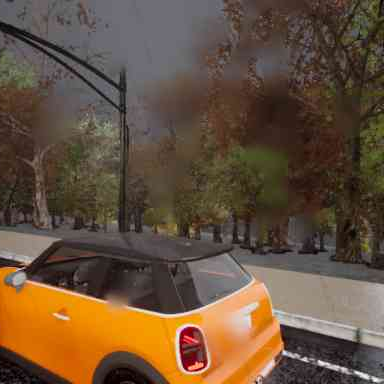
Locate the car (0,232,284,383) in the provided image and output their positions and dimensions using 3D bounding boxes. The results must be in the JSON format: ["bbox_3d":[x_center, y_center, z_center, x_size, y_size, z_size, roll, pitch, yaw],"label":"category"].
[{"bbox_3d":[-1.208,1.351,4.558,4.553,1.767,2.097,0,0,36],"label":"car"}]
